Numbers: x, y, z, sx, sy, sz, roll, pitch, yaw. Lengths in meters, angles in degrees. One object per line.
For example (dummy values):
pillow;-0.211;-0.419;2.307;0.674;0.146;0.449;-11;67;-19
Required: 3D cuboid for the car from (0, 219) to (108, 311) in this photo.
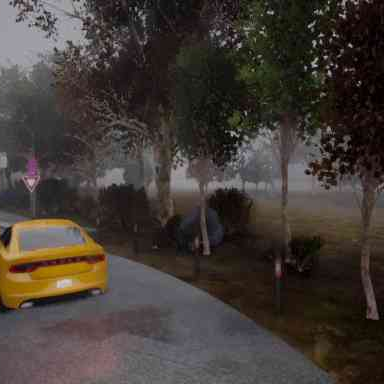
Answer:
car;-3.531;1.386;7.876;1.882;1.535;5.008;-2;2;-32
